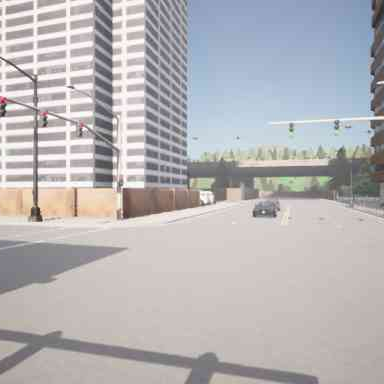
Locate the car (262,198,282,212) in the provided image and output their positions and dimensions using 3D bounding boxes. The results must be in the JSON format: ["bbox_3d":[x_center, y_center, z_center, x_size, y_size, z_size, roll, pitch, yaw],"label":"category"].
[{"bbox_3d":[9.804,1.547,40.635,2.033,1.411,5.357,0,0,17],"label":"car"}]

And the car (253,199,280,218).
[{"bbox_3d":[6.762,1.564,30.614,1.994,1.385,4.181,0,0,17],"label":"car"}]
